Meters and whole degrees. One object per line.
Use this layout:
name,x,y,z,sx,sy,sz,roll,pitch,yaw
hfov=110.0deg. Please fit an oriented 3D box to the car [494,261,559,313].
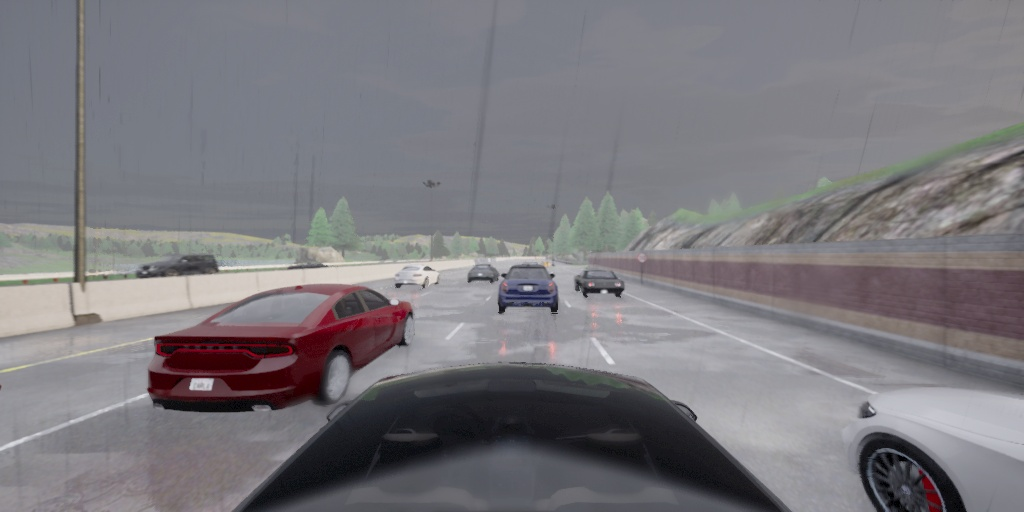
car,0.629,1.092,14.084,2.097,1.767,4.553,0,0,3

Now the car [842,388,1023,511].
car,3.666,1.287,0.993,1.812,1.442,4.674,0,0,0

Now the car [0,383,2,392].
car,-6.811,1.207,1.966,1.882,1.535,5.008,0,0,0

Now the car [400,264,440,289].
car,-5.929,1.239,22.704,1.812,1.442,4.674,0,0,3

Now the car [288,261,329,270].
car,-22.617,1.248,40.008,1.895,1.301,4.718,0,0,3

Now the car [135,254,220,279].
car,-26.803,0.866,29.065,2.150,2.045,5.566,0,0,3

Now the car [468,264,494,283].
car,-2.160,1.283,27.554,1.994,1.385,4.181,0,0,3

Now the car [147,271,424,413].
car,-3.227,1.214,6.293,1.882,1.535,5.008,0,0,2

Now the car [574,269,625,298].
car,4.365,1.348,18.694,1.895,1.301,4.718,0,0,3
